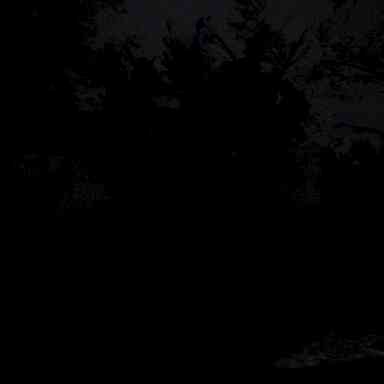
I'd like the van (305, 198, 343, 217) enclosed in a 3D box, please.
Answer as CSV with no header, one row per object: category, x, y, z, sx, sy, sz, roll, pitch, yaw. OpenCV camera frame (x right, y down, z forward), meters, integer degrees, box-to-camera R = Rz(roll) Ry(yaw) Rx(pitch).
van,14.954,1.691,37.564,4.442,1.987,1.878,0,-2,-35

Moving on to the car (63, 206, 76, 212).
car,-26.104,4.170,75.837,4.674,1.452,2.002,0,-3,-34

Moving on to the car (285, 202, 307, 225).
car,9.180,1.715,24.597,4.892,1.521,2.231,0,-1,-35

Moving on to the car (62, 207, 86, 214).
car,-27.945,4.282,78.545,4.892,1.521,2.231,0,-3,-34

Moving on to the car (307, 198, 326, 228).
car,10.728,1.419,22.428,5.566,2.045,2.435,0,-1,-35

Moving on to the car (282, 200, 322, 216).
car,13.294,1.867,40.105,4.553,1.767,2.185,0,-2,-35

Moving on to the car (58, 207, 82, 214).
car,-29.794,4.432,81.242,5.008,1.535,2.097,0,-3,-34

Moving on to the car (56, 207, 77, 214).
car,-31.557,4.618,83.844,4.674,1.452,2.002,0,-3,-34
